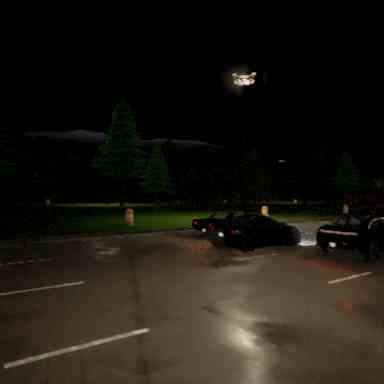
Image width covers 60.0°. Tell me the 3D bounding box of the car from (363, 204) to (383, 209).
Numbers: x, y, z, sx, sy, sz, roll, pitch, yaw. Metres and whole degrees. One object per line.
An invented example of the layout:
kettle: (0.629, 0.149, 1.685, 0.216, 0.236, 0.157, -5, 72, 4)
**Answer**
car: (16.308, 1.830, 28.618, 4.892, 1.490, 1.837, 1, 0, -35)

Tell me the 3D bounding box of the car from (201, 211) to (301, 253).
car: (2.785, 1.679, 14.348, 4.181, 1.385, 1.994, 1, 0, -35)

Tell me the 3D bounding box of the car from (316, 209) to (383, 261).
car: (6.853, 1.634, 12.943, 4.902, 1.511, 2.128, 1, 0, -35)

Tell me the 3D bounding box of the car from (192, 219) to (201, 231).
car: (2.428, 1.740, 18.745, 4.718, 1.301, 1.895, 1, 0, -36)
